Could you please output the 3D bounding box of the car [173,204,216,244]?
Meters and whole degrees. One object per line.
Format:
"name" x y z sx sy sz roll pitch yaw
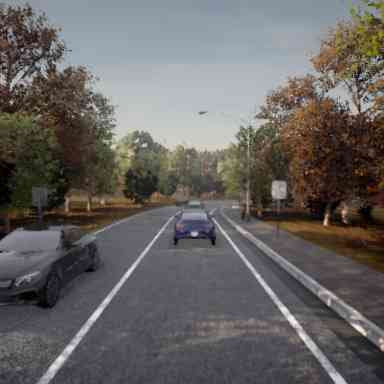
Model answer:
"car" 0.111 1.511 15.735 1.812 1.442 4.674 0 0 0

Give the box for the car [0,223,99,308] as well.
"car" -3.599 1.519 8.007 1.812 1.442 4.674 0 0 0

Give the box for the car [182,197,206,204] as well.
"car" 0.327 1.487 31.658 1.812 1.442 4.674 0 1 2

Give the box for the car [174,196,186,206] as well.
"car" -1.332 1.443 50.268 1.837 1.490 4.892 1 0 10
